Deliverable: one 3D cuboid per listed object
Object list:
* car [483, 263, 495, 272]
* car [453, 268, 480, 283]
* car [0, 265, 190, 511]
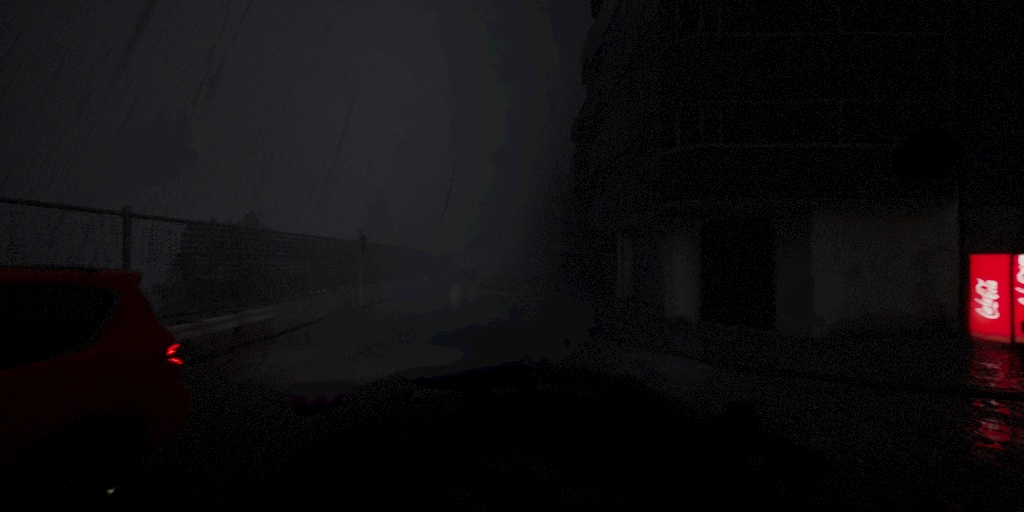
[{"bbox_3d":[-4.003,1.940,62.471,2.128,1.511,4.902,0,0,0],"label":"car"},{"bbox_3d":[-4.003,1.704,31.982,1.895,1.301,4.718,0,0,0],"label":"car"},{"bbox_3d":[-3.997,1.056,0.899,2.150,2.045,5.566,0,-1,0],"label":"car"}]
